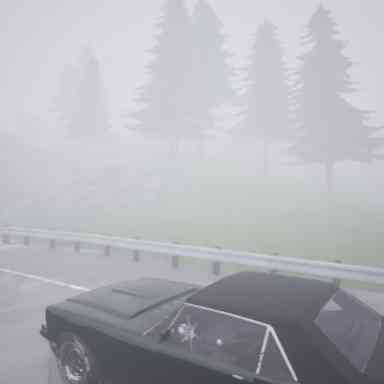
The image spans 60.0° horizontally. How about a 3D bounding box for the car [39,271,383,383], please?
[{"bbox_3d":[0.438,1.594,3.583,4.718,1.301,1.895,0,0,35],"label":"car"}]
